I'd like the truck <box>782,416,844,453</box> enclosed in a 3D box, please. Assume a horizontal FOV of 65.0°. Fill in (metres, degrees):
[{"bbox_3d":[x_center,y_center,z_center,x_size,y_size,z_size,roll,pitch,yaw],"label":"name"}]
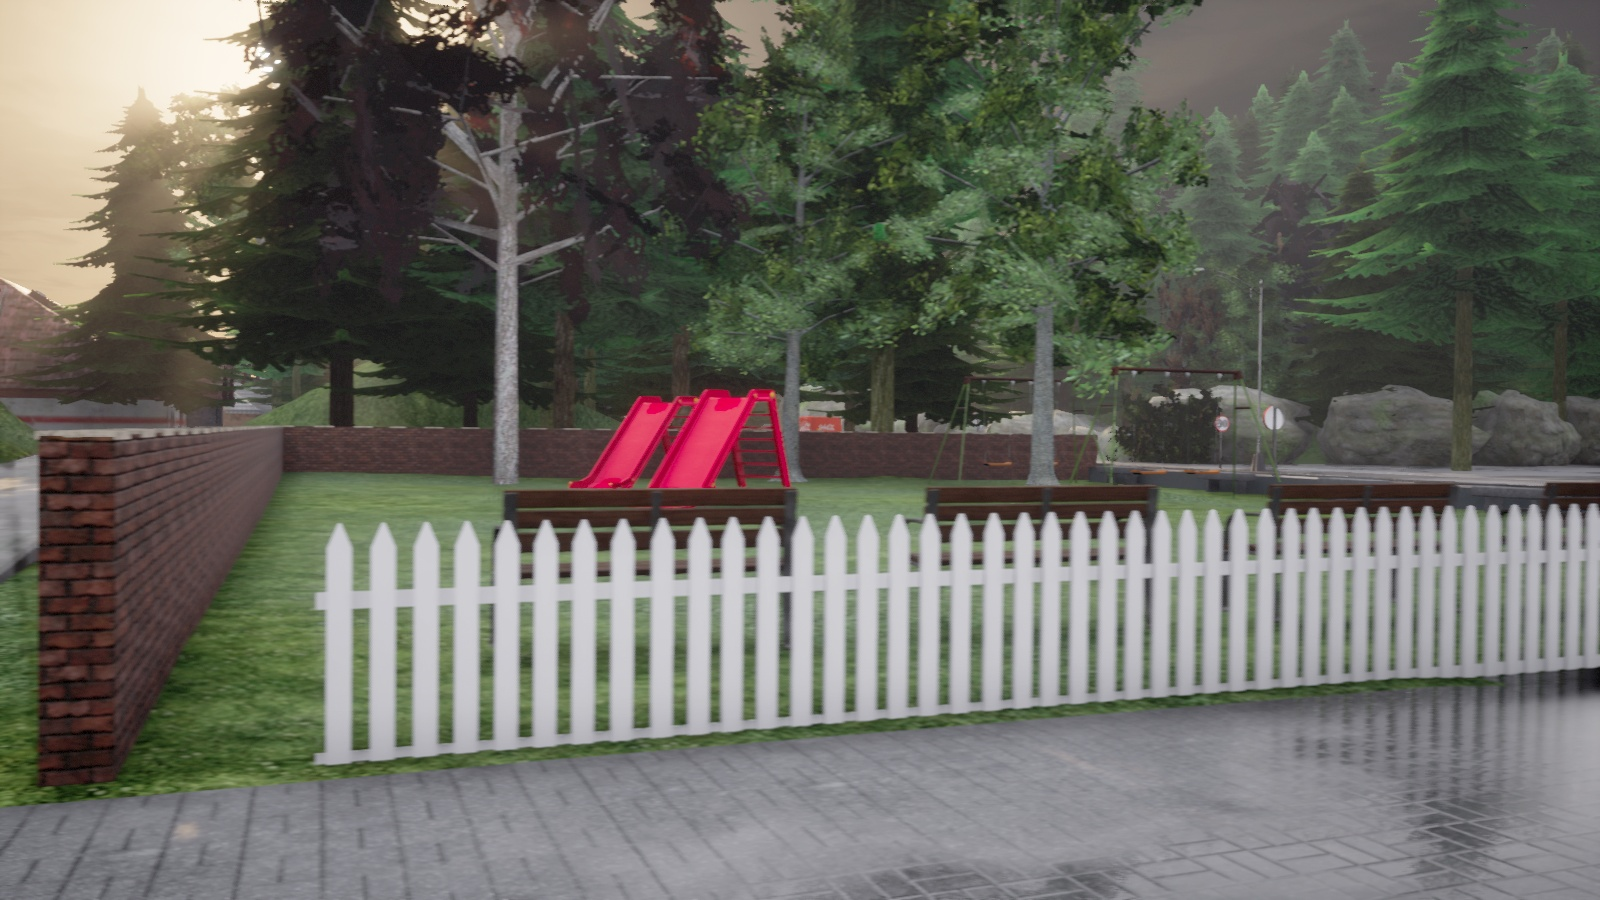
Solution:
[{"bbox_3d":[0.853,-1.111,87.183,2.627,2.467,5.204,-1,1,-21],"label":"truck"}]
